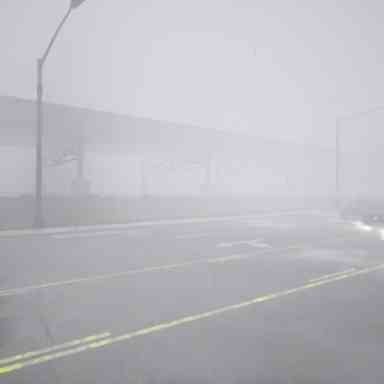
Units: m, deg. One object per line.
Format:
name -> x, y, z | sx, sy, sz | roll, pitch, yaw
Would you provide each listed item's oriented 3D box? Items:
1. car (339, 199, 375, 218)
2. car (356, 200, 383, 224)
car -> 13.781, 1.322, 26.674 | 4.892, 1.490, 1.837 | 0, 0, -35
car -> 12.939, 1.417, 21.706 | 4.181, 1.385, 1.994 | -1, 0, -35
